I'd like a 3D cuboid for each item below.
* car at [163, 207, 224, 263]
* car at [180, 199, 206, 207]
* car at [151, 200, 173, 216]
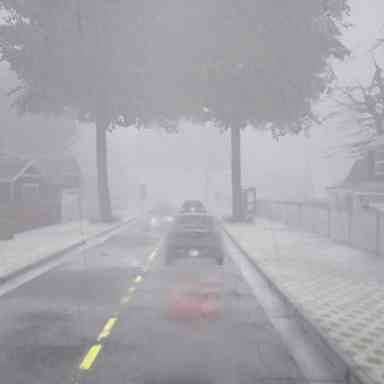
[{"bbox_3d":[0.074,1.495,11.849,1.837,1.490,4.892,0,0,0],"label":"car"},{"bbox_3d":[0.067,1.357,27.064,2.097,1.767,4.553,0,0,0],"label":"car"},{"bbox_3d":[-2.859,1.540,32.729,1.812,1.442,4.674,0,0,0],"label":"car"}]
